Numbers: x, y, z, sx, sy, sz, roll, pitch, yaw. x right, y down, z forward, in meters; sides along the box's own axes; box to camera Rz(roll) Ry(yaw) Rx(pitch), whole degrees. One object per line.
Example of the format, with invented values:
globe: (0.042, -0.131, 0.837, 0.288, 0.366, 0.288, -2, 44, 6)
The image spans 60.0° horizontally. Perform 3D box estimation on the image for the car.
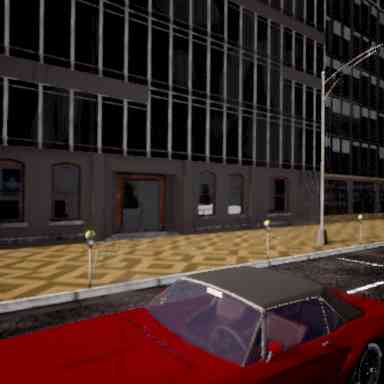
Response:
car: (0.346, 1.625, 3.626, 4.718, 1.301, 1.895, 1, 0, -35)
